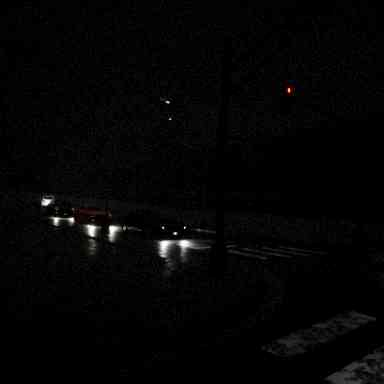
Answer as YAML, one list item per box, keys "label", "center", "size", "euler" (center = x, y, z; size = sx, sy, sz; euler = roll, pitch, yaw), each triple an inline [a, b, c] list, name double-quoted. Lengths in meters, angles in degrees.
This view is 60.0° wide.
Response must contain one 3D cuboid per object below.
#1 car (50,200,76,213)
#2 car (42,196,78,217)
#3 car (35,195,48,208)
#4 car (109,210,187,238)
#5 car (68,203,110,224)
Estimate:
- label: "car"
  center: [-17.718, 1.940, 45.452]
  size: [2.128, 1.511, 4.902]
  euler: [4, -2, -35]
- label: "car"
  center: [-14.068, 1.679, 35.433]
  size: [2.097, 1.767, 4.553]
  euler: [4, -2, -35]
- label: "car"
  center: [-23.592, 1.549, 53.582]
  size: [2.150, 2.045, 5.566]
  euler: [4, -1, -36]
- label: "car"
  center: [-2.490, 1.761, 19.229]
  size: [2.033, 1.411, 5.357]
  euler: [4, -3, -38]
- label: "car"
  center: [-8.214, 1.770, 27.259]
  size: [1.882, 1.535, 5.008]
  euler: [4, -3, -36]
